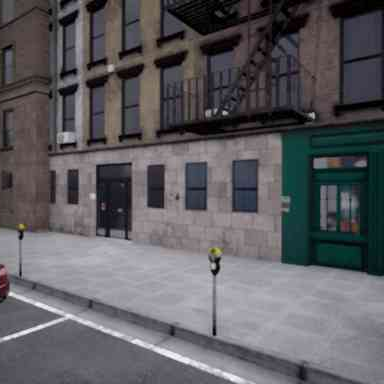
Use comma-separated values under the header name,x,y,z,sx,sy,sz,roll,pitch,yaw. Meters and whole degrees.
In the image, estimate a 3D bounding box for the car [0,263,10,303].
name,x,y,z,sx,sy,sz,roll,pitch,yaw
car,-5.202,1.530,6.585,4.206,1.307,1.802,0,0,36
